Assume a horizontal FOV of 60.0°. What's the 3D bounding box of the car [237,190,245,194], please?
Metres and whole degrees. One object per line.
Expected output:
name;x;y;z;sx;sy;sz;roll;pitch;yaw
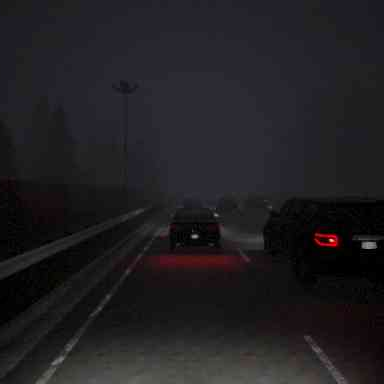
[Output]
car;13.606;0.442;91.691;2.150;2.045;5.566;0;0;0

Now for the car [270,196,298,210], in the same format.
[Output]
car;10.504;1.238;38.168;1.994;1.385;4.181;0;1;0

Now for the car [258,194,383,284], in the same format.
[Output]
car;3.599;1.141;9.435;2.150;2.045;5.566;0;1;0

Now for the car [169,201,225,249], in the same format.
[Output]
car;0.099;1.358;13.912;1.882;1.535;5.008;0;0;0

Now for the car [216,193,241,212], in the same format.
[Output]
car;3.545;1.182;34.568;1.882;1.535;5.008;0;1;0

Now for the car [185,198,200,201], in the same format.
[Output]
car;0.011;1.301;35.022;1.895;1.301;4.718;0;1;0

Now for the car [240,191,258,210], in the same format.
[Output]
car;7.003;1.034;37.062;2.097;1.767;4.553;0;0;0

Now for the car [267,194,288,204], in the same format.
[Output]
car;13.835;1.029;54.024;2.128;1.511;4.902;0;0;0

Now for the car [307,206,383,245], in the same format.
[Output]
car;7.099;1.429;15.526;1.994;1.385;4.181;0;0;0
